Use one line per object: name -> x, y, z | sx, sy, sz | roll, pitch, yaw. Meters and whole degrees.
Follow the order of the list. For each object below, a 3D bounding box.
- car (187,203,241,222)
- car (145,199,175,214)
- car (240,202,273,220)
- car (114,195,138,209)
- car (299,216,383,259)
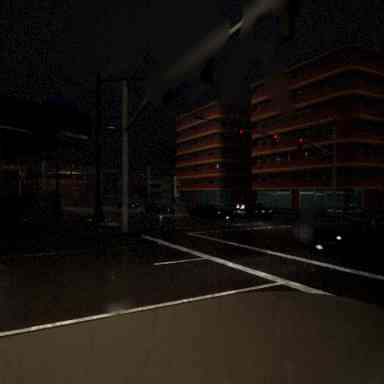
car -> 1.543, 1.601, 26.803 | 1.895, 1.301, 4.718 | 0, 0, -31
car -> -3.556, 1.526, 35.445 | 1.812, 1.442, 4.674 | 0, 0, -30
car -> 4.615, 1.547, 27.913 | 2.033, 1.411, 5.357 | 0, 0, -21
car -> -8.694, 1.505, 44.165 | 1.837, 1.490, 4.892 | 0, 0, -31
car -> 6.351, 1.601, 12.657 | 4.718, 1.301, 1.895 | 0, 0, -30
